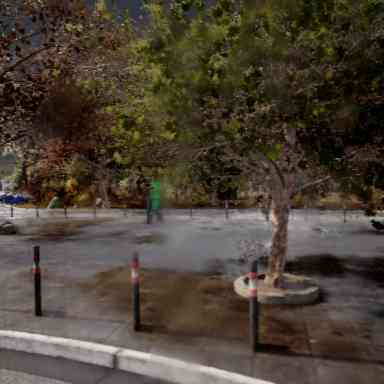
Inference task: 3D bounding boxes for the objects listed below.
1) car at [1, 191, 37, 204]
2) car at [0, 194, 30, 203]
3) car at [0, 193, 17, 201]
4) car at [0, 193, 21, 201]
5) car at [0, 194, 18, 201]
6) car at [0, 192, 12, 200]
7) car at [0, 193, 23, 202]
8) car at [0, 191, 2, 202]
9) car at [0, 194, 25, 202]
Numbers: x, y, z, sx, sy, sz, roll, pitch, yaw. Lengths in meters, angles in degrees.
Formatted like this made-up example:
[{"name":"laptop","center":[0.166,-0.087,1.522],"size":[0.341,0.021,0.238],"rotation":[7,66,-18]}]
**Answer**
[{"name":"car","center":[-27.634,1.046,53.715],"size":[4.553,1.767,2.185],"rotation":[-2,2,-35]},{"name":"car","center":[-32.474,1.161,60.679],"size":[4.892,1.521,2.231],"rotation":[-2,1,-35]},{"name":"car","center":[-42.338,1.105,74.606],"size":[5.008,1.535,2.097],"rotation":[-2,1,-35]},{"name":"car","center":[-39.011,1.125,69.890],"size":[5.008,1.535,2.097],"rotation":[-1,1,-35]},{"name":"car","center":[-40.614,1.144,72.215],"size":[4.792,1.488,2.163],"rotation":[-1,1,-35]},{"name":"car","center":[-45.580,0.960,79.229],"size":[4.553,1.767,2.185],"rotation":[-2,1,-35]},{"name":"car","center":[-37.380,1.135,67.585],"size":[5.008,1.535,2.097],"rotation":[-2,1,-35]},{"name":"car","center":[-30.946,0.916,58.452],"size":[5.566,2.045,2.435],"rotation":[-2,1,-35]},{"name":"car","center":[-35.747,1.145,65.280],"size":[4.892,1.521,2.231],"rotation":[-1,1,-35]}]
